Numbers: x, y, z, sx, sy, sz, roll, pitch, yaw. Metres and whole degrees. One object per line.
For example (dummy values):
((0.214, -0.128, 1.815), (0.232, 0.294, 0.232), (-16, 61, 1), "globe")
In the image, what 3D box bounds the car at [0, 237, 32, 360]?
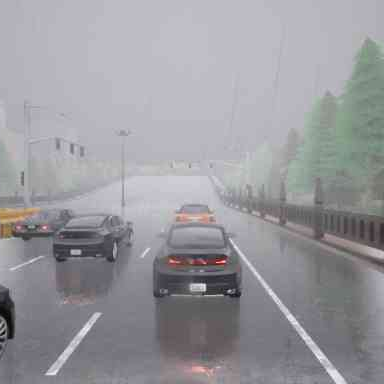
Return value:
((-3.395, 1.492, 2.738), (2.128, 1.511, 4.902), (0, 0, 0), "car")

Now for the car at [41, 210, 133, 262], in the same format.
((-3.376, 1.505, 12.092), (1.837, 1.490, 4.892), (0, 0, 0), "car")

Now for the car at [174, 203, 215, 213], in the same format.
((0.133, 1.352, 17.536), (2.097, 1.767, 4.553), (0, 0, 0), "car")

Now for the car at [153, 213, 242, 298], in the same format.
((0.116, 1.505, 8.522), (1.837, 1.490, 4.892), (0, 0, 0), "car")

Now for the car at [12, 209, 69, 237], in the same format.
((-6.868, 1.547, 16.751), (2.033, 1.411, 5.357), (0, 0, 0), "car")
